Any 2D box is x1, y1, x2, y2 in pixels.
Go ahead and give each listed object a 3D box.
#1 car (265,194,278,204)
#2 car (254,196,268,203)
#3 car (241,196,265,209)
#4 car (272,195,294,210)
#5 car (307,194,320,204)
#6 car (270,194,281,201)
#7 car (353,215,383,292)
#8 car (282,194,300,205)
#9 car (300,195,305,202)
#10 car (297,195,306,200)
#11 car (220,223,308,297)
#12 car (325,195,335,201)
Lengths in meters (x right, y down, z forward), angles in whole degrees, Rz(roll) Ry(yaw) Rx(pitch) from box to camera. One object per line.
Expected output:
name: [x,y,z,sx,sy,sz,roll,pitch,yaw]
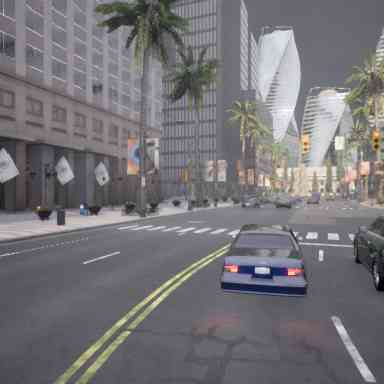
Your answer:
car: [13.878,1.563,59.472,1.994,1.385,4.181,0,0,22]
car: [14.451,1.513,69.450,2.161,1.482,4.786,0,0,21]
car: [7.938,1.491,44.472,2.128,1.511,4.902,0,0,22]
car: [11.802,1.477,43.179,1.882,1.535,5.008,0,0,13]
car: [22.791,1.564,62.545,1.994,1.385,4.181,0,0,21]
car: [22.554,1.354,89.830,2.185,1.767,4.553,0,0,21]
car: [5.661,1.352,8.755,2.097,1.767,4.553,0,0,18]
car: [17.561,1.505,59.261,1.837,1.490,4.892,0,0,22]
car: [23.239,1.540,73.502,2.033,1.411,5.357,0,0,21]
car: [29.069,1.474,88.395,1.994,1.385,4.181,0,0,21]
car: [1.946,1.547,8.787,2.033,1.411,5.357,0,0,14]
car: [34.270,1.591,82.389,1.895,1.301,4.718,0,0,21]
